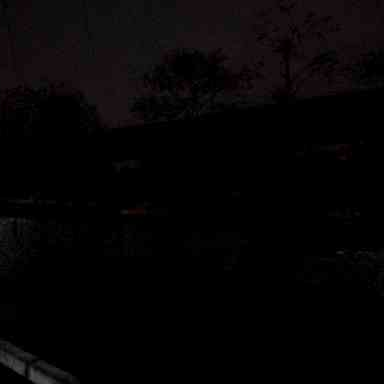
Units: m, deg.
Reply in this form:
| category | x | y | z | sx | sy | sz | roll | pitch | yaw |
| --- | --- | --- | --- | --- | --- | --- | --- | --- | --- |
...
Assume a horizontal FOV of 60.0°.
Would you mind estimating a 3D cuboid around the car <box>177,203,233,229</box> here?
| category | x | y | z | sx | sy | sz | roll | pitch | yaw |
| --- | --- | --- | --- | --- | --- | --- | --- | --- | --- |
| car | 0.988 | 1.501 | 21.895 | 2.163 | 1.488 | 4.792 | 0 | 0 | 35 |

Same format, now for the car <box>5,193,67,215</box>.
| category | x | y | z | sx | sy | sz | roll | pitch | yaw |
| --- | --- | --- | --- | --- | --- | --- | --- | --- | --- |
| car | -14.896 | 1.169 | 33.084 | 2.435 | 2.045 | 5.566 | 0 | 0 | 35 |

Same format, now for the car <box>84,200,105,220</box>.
| category | x | y | z | sx | sy | sz | roll | pitch | yaw |
| --- | --- | --- | --- | --- | --- | --- | --- | --- | --- |
| car | -5.786 | 1.479 | 26.738 | 2.163 | 1.488 | 4.792 | 0 | 0 | 35 |

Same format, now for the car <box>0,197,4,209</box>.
| category | x | y | z | sx | sy | sz | roll | pitch | yaw |
| --- | --- | --- | --- | --- | --- | --- | --- | --- | --- |
| car | -26.214 | 1.388 | 41.127 | 2.163 | 1.488 | 4.792 | 1 | 0 | 35 |

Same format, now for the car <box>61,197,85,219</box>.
| category | x | y | z | sx | sy | sz | roll | pitch | yaw |
| --- | --- | --- | --- | --- | --- | --- | --- | --- | --- |
| car | -8.068 | 1.444 | 28.317 | 2.231 | 1.521 | 4.892 | 0 | 0 | 35 |

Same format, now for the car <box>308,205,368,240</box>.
| category | x | y | z | sx | sy | sz | roll | pitch | yaw |
| --- | --- | --- | --- | --- | --- | --- | --- | --- | --- |
| car | 7.809 | 1.534 | 17.122 | 2.002 | 1.452 | 4.674 | 0 | 0 | 35 |

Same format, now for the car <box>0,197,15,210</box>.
| category | x | y | z | sx | sy | sz | roll | pitch | yaw |
| --- | --- | --- | --- | --- | --- | --- | --- | --- | --- |
| car | -23.973 | 1.409 | 39.477 | 2.163 | 1.488 | 4.792 | 1 | 0 | 35 |

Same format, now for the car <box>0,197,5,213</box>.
| category | x | y | z | sx | sy | sz | roll | pitch | yaw |
| --- | --- | --- | --- | --- | --- | --- | --- | --- | --- |
| car | -17.151 | 1.414 | 34.700 | 2.231 | 1.521 | 4.892 | 0 | 0 | 35 |

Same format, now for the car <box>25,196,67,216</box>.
| category | x | y | z | sx | sy | sz | roll | pitch | yaw |
| --- | --- | --- | --- | --- | --- | --- | --- | --- | --- |
| car | -12.607 | 1.428 | 31.513 | 2.097 | 1.535 | 5.008 | 0 | 0 | 35 |

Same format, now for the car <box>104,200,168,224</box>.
| category | x | y | z | sx | sy | sz | roll | pitch | yaw |
| --- | --- | --- | --- | --- | --- | --- | --- | --- | --- |
| car | -3.641 | 1.454 | 24.964 | 1.946 | 1.575 | 5.366 | 0 | 0 | 35 |

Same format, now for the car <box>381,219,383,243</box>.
| category | x | y | z | sx | sy | sz | roll | pitch | yaw |
| --- | --- | --- | --- | --- | --- | --- | --- | --- | --- |
| car | 10.079 | 1.501 | 15.521 | 2.097 | 1.535 | 5.008 | 0 | 0 | 35 |

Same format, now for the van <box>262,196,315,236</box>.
| category | x | y | z | sx | sy | sz | roll | pitch | yaw |
| --- | --- | --- | --- | --- | --- | --- | --- | --- | --- |
| van | 5.610 | 1.260 | 18.817 | 1.878 | 1.987 | 4.442 | 0 | 0 | 35 |

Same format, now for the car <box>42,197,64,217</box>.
| category | x | y | z | sx | sy | sz | roll | pitch | yaw |
| --- | --- | --- | --- | --- | --- | --- | --- | --- | --- |
| car | -10.338 | 1.435 | 29.915 | 2.097 | 1.535 | 5.008 | 0 | 0 | 35 |
